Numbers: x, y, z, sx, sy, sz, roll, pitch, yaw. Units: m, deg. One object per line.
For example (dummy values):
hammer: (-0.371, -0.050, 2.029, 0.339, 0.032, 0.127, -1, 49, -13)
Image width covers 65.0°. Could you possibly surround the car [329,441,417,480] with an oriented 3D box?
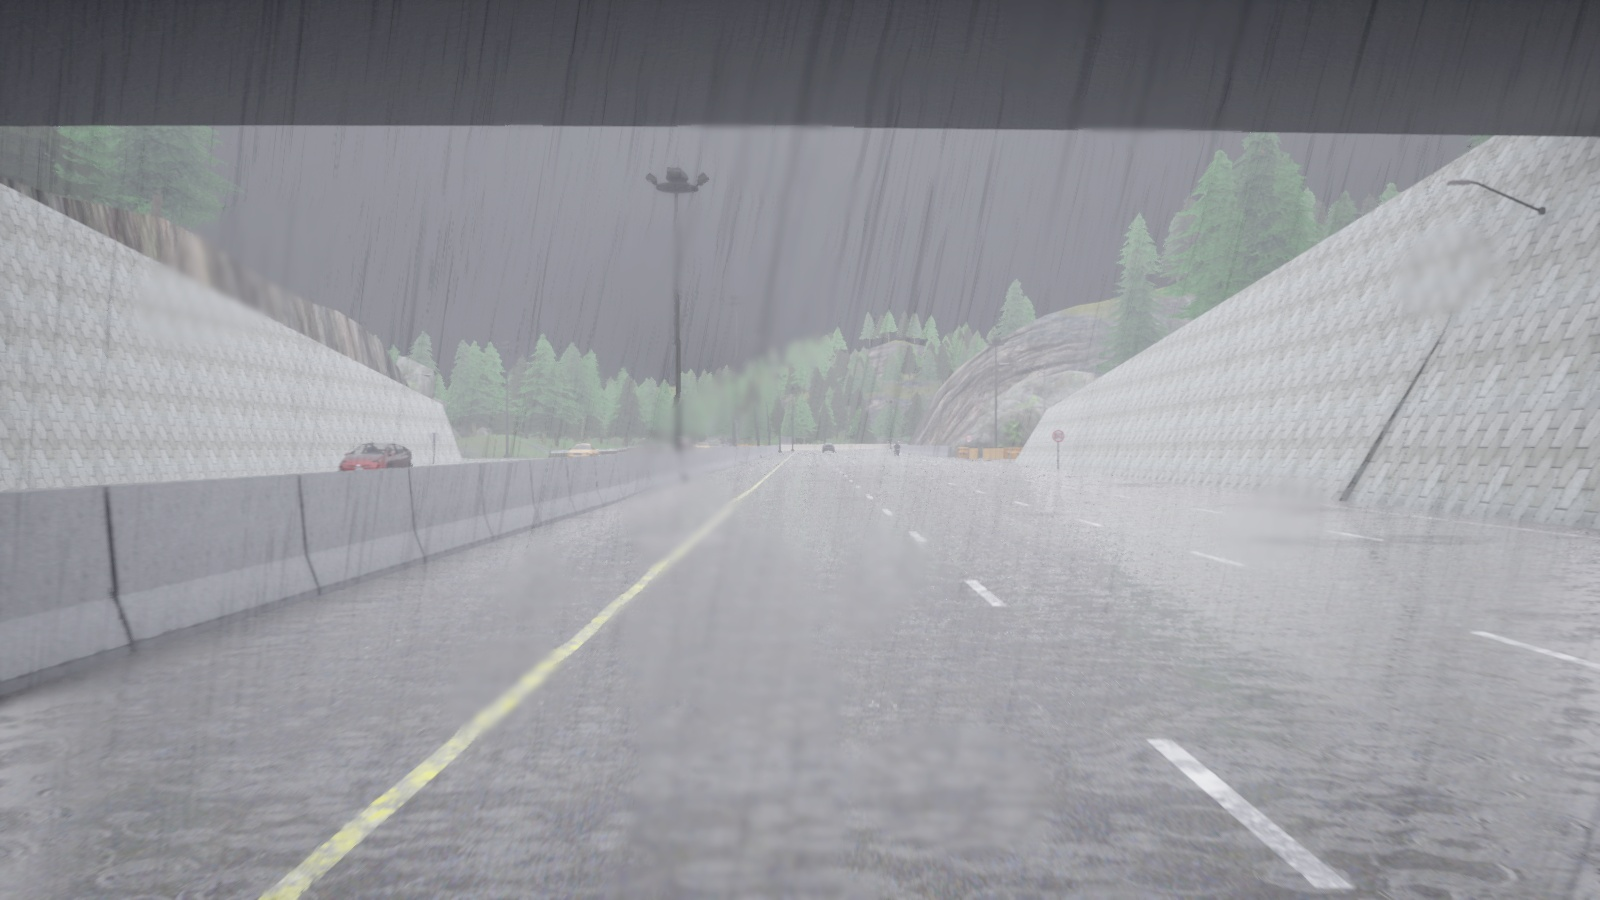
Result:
car: (-17.241, 0.392, 50.969, 2.007, 1.525, 4.514, 0, 0, 0)
